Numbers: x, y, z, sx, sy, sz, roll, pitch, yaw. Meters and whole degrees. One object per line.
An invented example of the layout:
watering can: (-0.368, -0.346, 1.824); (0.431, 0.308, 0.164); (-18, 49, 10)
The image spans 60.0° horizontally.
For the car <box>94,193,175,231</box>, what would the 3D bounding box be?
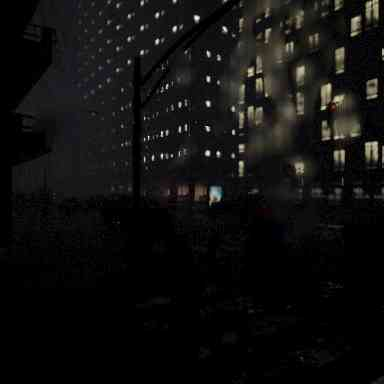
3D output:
car: (-3.396, 1.030, 18.720); (2.192, 1.841, 5.009); (2, 0, -36)

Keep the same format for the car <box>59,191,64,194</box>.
car: (-26.022, 0.355, 64.077); (1.887, 1.381, 4.507); (2, 0, -36)

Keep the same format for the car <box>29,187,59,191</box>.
car: (-21.434, 0.293, 48.063); (2.150, 2.045, 5.566); (0, 1, -36)

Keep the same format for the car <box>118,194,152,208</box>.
car: (-6.450, 1.011, 37.157); (1.947, 1.339, 4.313); (2, 0, -36)

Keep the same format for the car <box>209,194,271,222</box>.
car: (3.344, 1.072, 23.697); (2.192, 1.841, 5.009); (2, 0, -36)

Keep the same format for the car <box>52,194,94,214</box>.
car: (-9.927, 1.090, 27.691); (1.802, 1.307, 4.206); (2, 0, -36)

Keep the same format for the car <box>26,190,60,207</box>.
car: (-16.450, 0.849, 36.662); (2.008, 1.369, 4.403); (2, 0, -36)

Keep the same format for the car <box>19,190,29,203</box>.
car: (-19.712, 0.775, 41.147); (1.802, 1.307, 4.206); (2, 0, -36)

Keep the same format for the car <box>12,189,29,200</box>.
car: (-26.234, 0.526, 50.119); (1.887, 1.381, 4.507); (2, 0, -36)

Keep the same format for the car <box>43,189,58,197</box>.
car: (-29.281, 0.145, 68.562); (1.967, 1.590, 4.097); (2, 0, -36)

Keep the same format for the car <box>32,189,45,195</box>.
car: (-35.809, 0.035, 77.536); (1.887, 1.381, 4.507); (2, 0, -36)

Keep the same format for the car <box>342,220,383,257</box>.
car: (6.843, 1.561, 11.111); (1.895, 1.301, 4.718); (1, 1, 1)
